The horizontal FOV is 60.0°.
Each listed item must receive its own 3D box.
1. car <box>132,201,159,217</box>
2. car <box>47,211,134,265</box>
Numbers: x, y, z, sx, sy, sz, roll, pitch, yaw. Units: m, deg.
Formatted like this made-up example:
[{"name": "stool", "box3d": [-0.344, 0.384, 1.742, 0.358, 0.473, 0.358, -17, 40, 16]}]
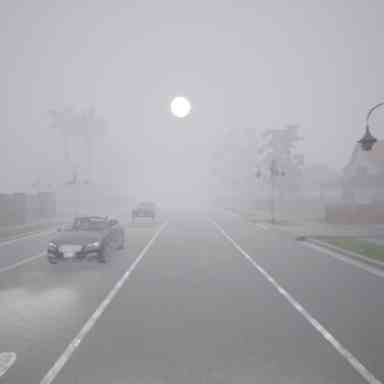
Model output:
[{"name": "car", "box3d": [-3.936, 1.490, 28.370, 1.882, 1.535, 5.008, -1, -1, -1]}, {"name": "car", "box3d": [-3.756, 1.665, 12.538, 2.128, 1.511, 4.902, -1, -1, -1]}]
